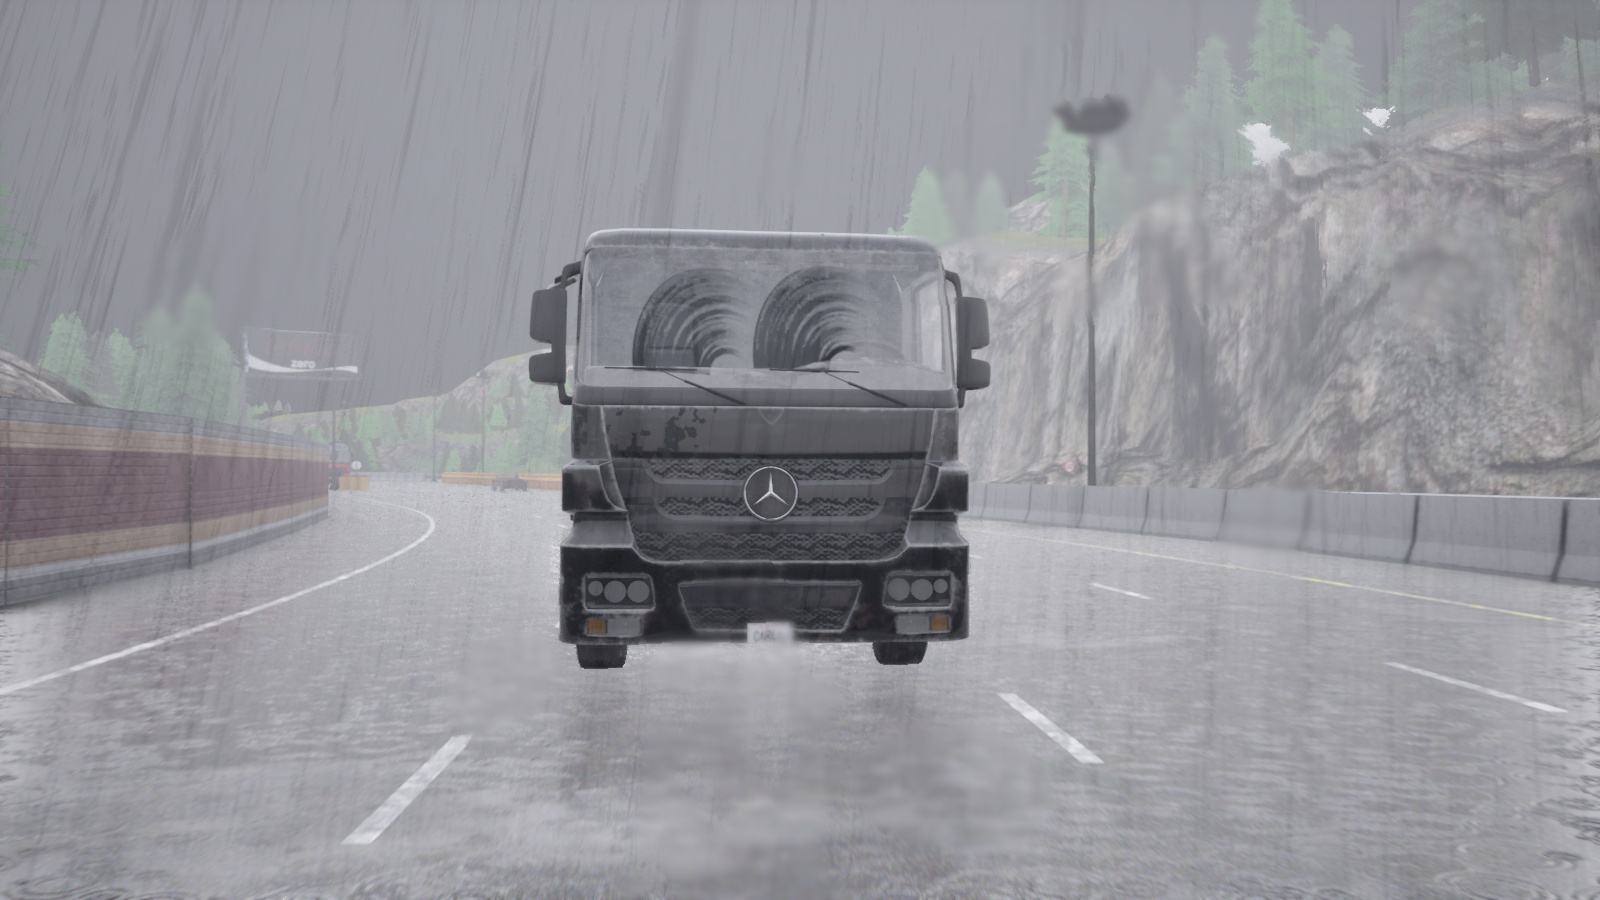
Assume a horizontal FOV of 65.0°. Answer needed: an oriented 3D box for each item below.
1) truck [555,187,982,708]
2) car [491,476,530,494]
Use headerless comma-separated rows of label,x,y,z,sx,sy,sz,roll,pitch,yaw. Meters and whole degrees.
truck,-0.628,0.044,12.451,2.891,3.462,7.936,0,-1,-6
car,-21.371,2.557,92.575,1.895,1.301,4.718,0,-1,-24
